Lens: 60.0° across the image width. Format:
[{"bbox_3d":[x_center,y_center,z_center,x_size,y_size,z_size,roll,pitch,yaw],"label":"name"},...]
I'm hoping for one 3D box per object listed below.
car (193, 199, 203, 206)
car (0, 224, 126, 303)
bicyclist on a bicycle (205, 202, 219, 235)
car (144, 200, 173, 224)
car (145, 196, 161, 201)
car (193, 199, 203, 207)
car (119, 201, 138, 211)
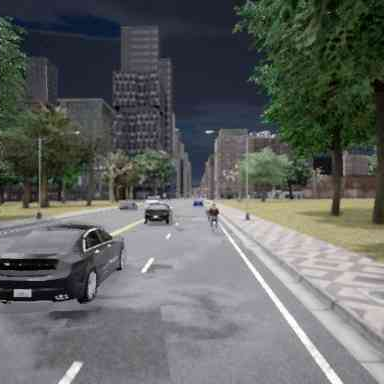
[{"bbox_3d":[1.318,2.261,74.215,1.994,1.385,4.181,0,-1,1],"label":"car"},{"bbox_3d":[-2.971,1.577,8.351,1.837,1.490,4.892,0,-1,1],"label":"car"},{"bbox_3d":[1.258,1.525,19.076,0.659,1.776,1.843,0,0,1],"label":"bicyclist on a bicycle"},{"bbox_3d":[-2.646,1.712,27.158,1.882,1.535,5.008,0,-1,1],"label":"car"},{"bbox_3d":[-5.706,1.682,49.537,2.150,2.045,5.566,0,-1,1],"label":"car"},{"bbox_3d":[1.229,2.071,63.575,1.882,1.535,5.008,0,-1,1],"label":"car"},{"bbox_3d":[-8.997,2.007,47.218,1.994,1.385,4.181,0,-1,1],"label":"car"}]
